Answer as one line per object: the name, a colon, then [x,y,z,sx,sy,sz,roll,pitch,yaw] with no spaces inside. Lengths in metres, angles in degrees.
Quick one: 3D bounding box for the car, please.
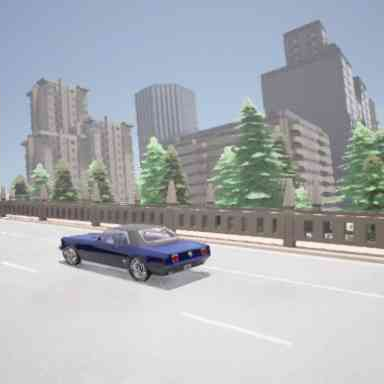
car: [-1.881,1.618,9.798,4.718,1.301,1.895,0,0,37]
